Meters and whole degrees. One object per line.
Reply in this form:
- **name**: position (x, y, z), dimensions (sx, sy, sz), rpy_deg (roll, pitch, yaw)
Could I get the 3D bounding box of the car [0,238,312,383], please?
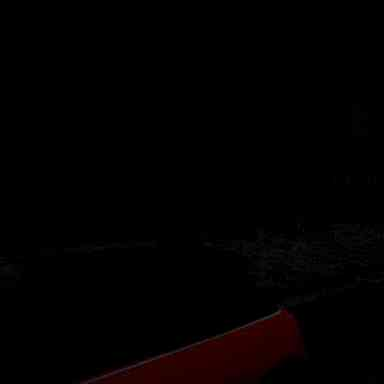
- **car**: position (-1.156, 1.352, 2.553), dimensions (4.553, 1.767, 2.097), rpy_deg (0, 0, -36)
